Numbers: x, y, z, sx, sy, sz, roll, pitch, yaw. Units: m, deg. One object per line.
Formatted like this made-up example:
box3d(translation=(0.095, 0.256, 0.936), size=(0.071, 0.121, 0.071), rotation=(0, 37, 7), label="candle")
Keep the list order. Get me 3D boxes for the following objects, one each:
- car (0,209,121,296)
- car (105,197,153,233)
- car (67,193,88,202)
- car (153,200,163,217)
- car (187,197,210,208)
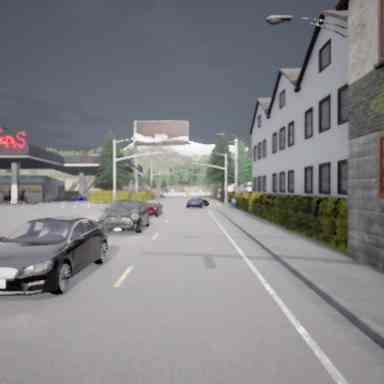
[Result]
box3d(translation=(-3.578, 1.423, 8.627), size=(2.128, 1.511, 4.902), rotation=(0, 0, 1), label="car")
box3d(translation=(-3.598, 1.203, 18.348), size=(2.097, 1.767, 4.553), rotation=(0, 0, 0), label="car")
box3d(translation=(-22.220, 1.131, 65.880), size=(4.611, 1.667, 2.242), rotation=(0, 0, 0), label="car")
box3d(translation=(-3.584, 1.370, 28.244), size=(1.895, 1.301, 4.718), rotation=(0, 0, 1), label="car")
box3d(translation=(0.829, 1.237, 41.008), size=(1.994, 1.385, 4.181), rotation=(0, 0, 17), label="car")
